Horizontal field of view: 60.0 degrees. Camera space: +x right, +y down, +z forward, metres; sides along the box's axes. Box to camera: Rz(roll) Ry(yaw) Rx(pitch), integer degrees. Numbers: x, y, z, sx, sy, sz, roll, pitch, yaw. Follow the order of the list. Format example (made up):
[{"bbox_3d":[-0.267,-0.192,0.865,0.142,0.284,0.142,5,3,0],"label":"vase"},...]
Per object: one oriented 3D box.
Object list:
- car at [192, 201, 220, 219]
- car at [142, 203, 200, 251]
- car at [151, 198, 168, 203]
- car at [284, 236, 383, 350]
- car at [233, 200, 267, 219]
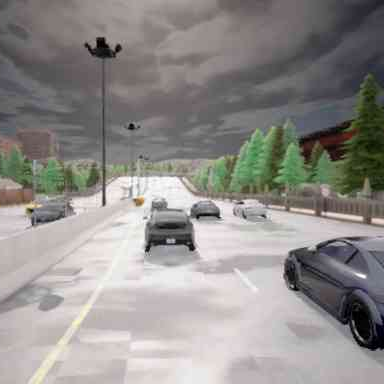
[{"bbox_3d":[1.034,1.390,27.270,1.994,1.385,4.181,0,0,-7],"label":"car"},{"bbox_3d":[-0.972,1.422,13.751,1.837,1.490,4.892,0,0,-6],"label":"car"},{"bbox_3d":[-3.553,1.335,36.498,2.033,1.411,5.357,0,0,-7],"label":"car"},{"bbox_3d":[3.234,1.511,6.181,1.994,1.385,4.181,0,0,-4],"label":"car"},{"bbox_3d":[4.604,1.339,26.876,1.812,1.442,4.674,0,0,-7],"label":"car"}]
